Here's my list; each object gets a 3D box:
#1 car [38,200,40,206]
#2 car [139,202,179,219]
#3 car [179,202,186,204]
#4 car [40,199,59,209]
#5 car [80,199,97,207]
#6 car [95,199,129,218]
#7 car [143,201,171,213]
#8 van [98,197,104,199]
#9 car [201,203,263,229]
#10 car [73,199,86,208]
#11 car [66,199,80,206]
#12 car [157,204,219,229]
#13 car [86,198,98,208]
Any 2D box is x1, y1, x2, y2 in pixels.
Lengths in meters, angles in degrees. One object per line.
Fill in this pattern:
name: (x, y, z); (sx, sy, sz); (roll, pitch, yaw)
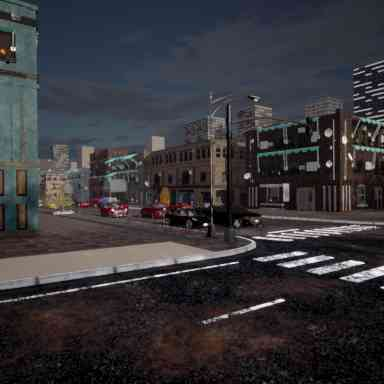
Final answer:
car: (-30.879, 2.376, 66.733); (2.008, 1.369, 4.403); (-1, 0, -36)
car: (-3.549, 1.892, 32.967); (1.994, 1.385, 4.181); (-1, 0, -36)
car: (-1.528, 1.904, 40.089); (1.802, 1.307, 4.206); (-2, 0, -36)
car: (-24.342, 2.233, 57.588); (1.752, 1.417, 4.829); (-1, 0, -36)
car: (-20.844, 2.228, 67.105); (1.887, 1.381, 4.507); (-1, 0, -36)
car: (-8.347, 1.846, 35.213); (1.967, 1.590, 4.097); (-1, 0, -36)
car: (-4.746, 1.966, 44.591); (1.802, 1.307, 4.206); (-2, 0, -36)
van: (-14.410, 1.907, 58.099); (1.690, 1.788, 3.998); (-1, 0, -36)
car: (2.855, 1.678, 23.940); (1.882, 1.535, 5.008); (-1, -1, -34)
car: (-20.566, 2.230, 62.277); (1.994, 1.385, 4.181); (-1, 0, -36)
car: (-27.282, 2.364, 76.110); (1.947, 1.339, 4.313); (-1, 0, -36)
car: (-0.372, 1.814, 23.854); (1.947, 1.339, 4.313); (-2, 0, -36)
car: (-17.630, 1.940, 62.602); (2.192, 1.841, 5.009); (-1, 0, -36)
